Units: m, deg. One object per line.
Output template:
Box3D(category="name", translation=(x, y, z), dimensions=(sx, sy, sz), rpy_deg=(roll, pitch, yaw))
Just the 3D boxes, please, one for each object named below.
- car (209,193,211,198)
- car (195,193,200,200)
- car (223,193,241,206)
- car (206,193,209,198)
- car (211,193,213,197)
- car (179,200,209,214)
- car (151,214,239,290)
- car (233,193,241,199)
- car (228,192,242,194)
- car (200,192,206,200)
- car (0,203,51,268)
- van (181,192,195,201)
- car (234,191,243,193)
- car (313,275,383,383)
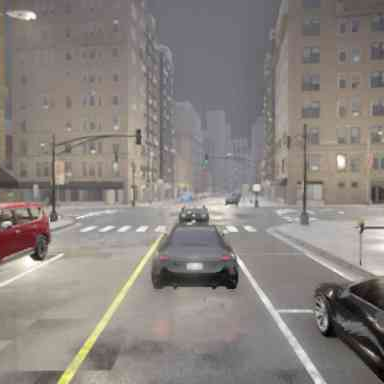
Box3D(category="car", translation=(3.223, 0.828, 87.356), dimensions=(1.967, 1.590, 4.097), rpy_deg=(0, 0, 9))
Box3D(category="car", translation=(-0.163, 0.975, 65.631), dimensions=(1.967, 1.590, 4.097), rpy_deg=(0, 0, 9))
Box3D(category="car", translation=(5.720, 1.248, 48.026), dimensions=(1.947, 1.339, 4.313), rpy_deg=(0, 0, 9))
Box3D(category="car", translation=(2.378, 1.004, 81.925), dimensions=(1.802, 1.307, 4.206), rpy_deg=(0, 0, 9))
Box3D(category="car", translation=(4.045, 0.881, 92.619), dimensions=(1.752, 1.417, 4.829), rpy_deg=(0, 0, 9))
Box3D(category="car", translation=(0.179, 1.465, 22.547), dimensions=(1.895, 1.301, 4.718), rpy_deg=(0, 0, 2))
Box3D(category="car", translation=(0.073, 1.511, 8.965), dimensions=(1.994, 1.385, 4.181), rpy_deg=(0, 0, 0))
Box3D(category="car", translation=(11.674, 0.933, 86.212), dimensions=(1.752, 1.417, 4.829), rpy_deg=(0, 0, 9))
Box3D(category="car", translation=(7.414, 1.163, 58.888), dimensions=(1.947, 1.339, 4.313), rpy_deg=(0, 0, 9))
Box3D(category="car", translation=(1.504, 0.984, 76.326), dimensions=(1.752, 1.417, 4.829), rpy_deg=(0, 0, 9))
Box3D(category="car", translation=(-5.681, 1.260, 9.184), dimensions=(2.192, 1.841, 5.009), rpy_deg=(-1, 0, 0))
Box3D(category="van", translation=(-1.011, 0.917, 60.200), dimensions=(1.690, 1.788, 3.998), rpy_deg=(0, 0, 9))
Box3D(category="car", translation=(10.800, 0.758, 80.611), dimensions=(2.192, 1.841, 5.009), rpy_deg=(0, 0, 9))
Box3D(category="car", translation=(2.850, 1.544, 3.690), dimensions=(1.947, 1.339, 4.313), rpy_deg=(-1, 0, 0))
